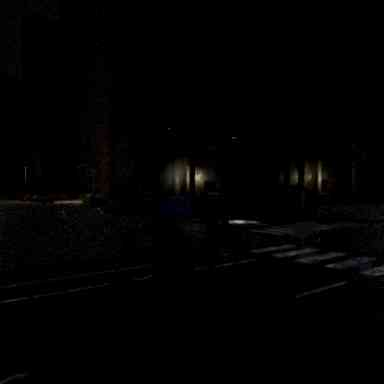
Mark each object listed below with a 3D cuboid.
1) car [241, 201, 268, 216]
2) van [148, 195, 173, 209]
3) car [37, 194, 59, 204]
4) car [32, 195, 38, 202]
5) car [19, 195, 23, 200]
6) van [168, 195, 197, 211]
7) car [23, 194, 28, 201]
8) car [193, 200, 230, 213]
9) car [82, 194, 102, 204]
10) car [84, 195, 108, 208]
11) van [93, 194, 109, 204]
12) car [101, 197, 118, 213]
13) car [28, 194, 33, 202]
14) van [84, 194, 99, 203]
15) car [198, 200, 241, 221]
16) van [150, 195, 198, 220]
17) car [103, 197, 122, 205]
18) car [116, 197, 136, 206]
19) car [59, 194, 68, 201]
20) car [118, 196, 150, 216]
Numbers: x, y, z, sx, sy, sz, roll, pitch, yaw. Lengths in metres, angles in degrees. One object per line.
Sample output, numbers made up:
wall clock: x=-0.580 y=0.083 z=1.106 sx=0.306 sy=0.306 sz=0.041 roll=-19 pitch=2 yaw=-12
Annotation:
car: x=5.397 y=1.553 z=32.347 sx=2.008 sy=1.369 sz=4.403 roll=0 pitch=0 yaw=-35
van: x=-4.485 y=1.334 z=46.220 sx=1.690 sy=1.788 sz=3.998 roll=0 pitch=0 yaw=-35
car: x=-27.899 y=1.516 z=64.391 sx=2.008 sy=1.369 sz=4.403 roll=0 pitch=0 yaw=-35
car: x=-31.193 y=1.406 z=69.015 sx=1.967 sy=1.590 sz=4.097 roll=0 pitch=0 yaw=-35
car: x=-40.977 y=1.492 z=82.748 sx=1.752 sy=1.417 sz=4.829 roll=0 pitch=0 yaw=-35
van: x=-1.191 y=1.336 z=41.596 sx=1.690 sy=1.788 sz=3.998 roll=0 pitch=0 yaw=-35
car: x=-37.782 y=1.532 z=78.263 sx=1.947 sy=1.339 sz=4.313 roll=0 pitch=0 yaw=-35
car: x=2.103 y=1.580 z=36.971 sx=1.802 sy=1.307 sz=4.206 roll=0 pitch=0 yaw=-35
car: x=-18.521 y=1.530 z=61.159 sx=2.033 sy=1.411 sz=5.357 roll=0 pitch=0 yaw=-35
car: x=-13.675 y=1.520 z=49.081 sx=2.033 sy=1.411 sz=5.357 roll=0 pitch=0 yaw=-35
van: x=-17.663 y=1.333 z=64.716 sx=1.690 sy=1.788 sz=3.998 roll=0 pitch=0 yaw=-35
car: x=-8.134 y=1.550 z=36.648 sx=1.802 sy=1.307 sz=4.206 roll=0 pitch=0 yaw=-35
car: x=-34.389 y=1.491 z=73.501 sx=1.752 sy=1.417 sz=4.829 roll=0 pitch=0 yaw=-35
van: x=-20.957 y=1.333 z=69.340 sx=1.690 sy=1.788 sz=3.998 roll=0 pitch=0 yaw=-35
car: x=1.670 y=1.549 z=27.473 sx=1.994 sy=1.385 sz=4.181 roll=0 pitch=0 yaw=-35
van: x=-1.545 y=1.317 z=27.400 sx=1.690 sy=1.788 sz=3.998 roll=0 pitch=0 yaw=-35
car: x=-14.369 y=1.573 z=60.091 sx=1.802 sy=1.307 sz=4.206 roll=0 pitch=0 yaw=-35
car: x=-11.074 y=1.573 z=55.467 sx=1.802 sy=1.307 sz=4.206 roll=0 pitch=0 yaw=-35
car: x=-34.134 y=1.308 z=87.836 sx=2.192 sy=1.841 sz=5.009 roll=0 pitch=0 yaw=-35
car: x=-4.839 y=1.287 z=32.024 sx=2.192 sy=1.841 sz=5.009 roll=0 pitch=0 yaw=-35
